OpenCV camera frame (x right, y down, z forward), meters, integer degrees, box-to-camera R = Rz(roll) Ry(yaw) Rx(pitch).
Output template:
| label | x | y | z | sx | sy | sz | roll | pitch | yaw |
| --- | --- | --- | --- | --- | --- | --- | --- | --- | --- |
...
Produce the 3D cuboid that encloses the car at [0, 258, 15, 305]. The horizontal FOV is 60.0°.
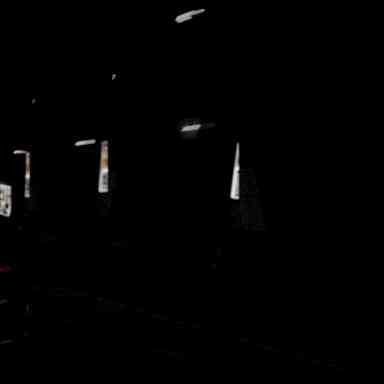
| label | x | y | z | sx | sy | sz | roll | pitch | yaw |
| --- | --- | --- | --- | --- | --- | --- | --- | --- | --- |
| car | -5.352 | 1.540 | 6.692 | 4.507 | 1.381 | 1.887 | 0 | 0 | 35 |
